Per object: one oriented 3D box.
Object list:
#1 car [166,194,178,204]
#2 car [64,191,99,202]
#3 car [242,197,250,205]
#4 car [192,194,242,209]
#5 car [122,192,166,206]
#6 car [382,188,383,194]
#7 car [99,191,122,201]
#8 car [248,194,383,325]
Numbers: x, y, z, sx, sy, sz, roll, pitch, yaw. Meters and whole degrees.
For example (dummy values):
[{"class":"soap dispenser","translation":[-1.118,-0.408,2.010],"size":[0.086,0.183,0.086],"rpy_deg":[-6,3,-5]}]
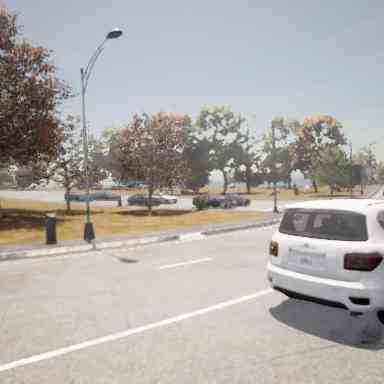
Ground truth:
[{"class":"car","translation":[-3.930,0.781,43.430],"size":[4.674,1.442,1.812],"rpy_deg":[1,3,34]},{"class":"car","translation":[-16.189,0.590,47.526],"size":[4.902,1.511,2.128],"rpy_deg":[2,4,34]},{"class":"car","translation":[4.557,0.878,37.674],"size":[4.181,1.385,1.994],"rpy_deg":[0,2,34]},{"class":"car","translation":[2.323,0.954,34.961],"size":[4.902,1.511,2.128],"rpy_deg":[0,2,34]},{"class":"car","translation":[-5.869,0.930,40.521],"size":[4.674,1.442,1.812],"rpy_deg":[1,3,34]},{"class":"car","translation":[27.664,-0.202,46.183],"size":[1.837,1.490,4.892],"rpy_deg":[-1,2,33]},{"class":"car","translation":[-12.699,0.557,49.379],"size":[5.357,1.411,2.033],"rpy_deg":[2,4,34]},{"class":"car","translation":[3.939,1.172,7.113],"size":[5.566,2.045,2.150],"rpy_deg":[-1,0,-39]}]
